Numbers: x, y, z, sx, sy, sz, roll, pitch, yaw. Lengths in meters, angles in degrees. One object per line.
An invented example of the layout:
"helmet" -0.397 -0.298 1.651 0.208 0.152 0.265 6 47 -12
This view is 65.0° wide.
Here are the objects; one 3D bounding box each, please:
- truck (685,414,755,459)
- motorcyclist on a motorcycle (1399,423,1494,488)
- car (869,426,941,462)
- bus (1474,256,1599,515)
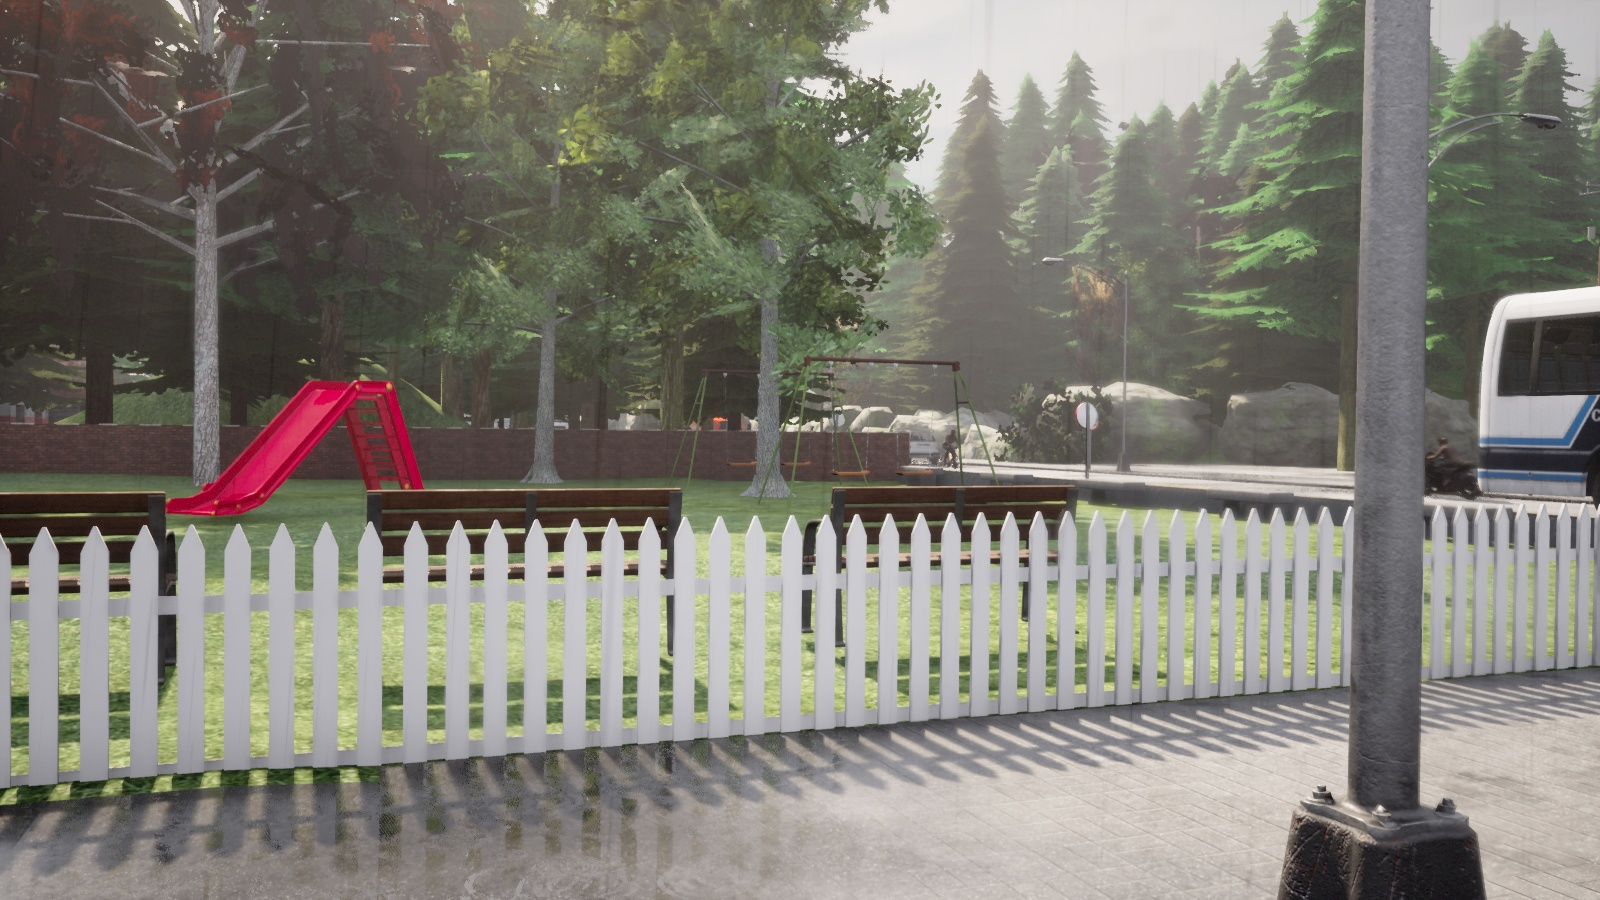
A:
"truck" -4.703 -0.838 72.932 2.627 2.467 5.204 -1 2 -21
"motorcyclist on a motorcycle" 15.738 0.111 30.611 0.797 1.523 2.044 -1 1 -21
"car" 4.891 -0.316 58.985 1.851 1.617 3.988 -1 1 -21
"bus" 15.952 -1.057 18.788 3.944 4.253 10.273 -1 1 -21
